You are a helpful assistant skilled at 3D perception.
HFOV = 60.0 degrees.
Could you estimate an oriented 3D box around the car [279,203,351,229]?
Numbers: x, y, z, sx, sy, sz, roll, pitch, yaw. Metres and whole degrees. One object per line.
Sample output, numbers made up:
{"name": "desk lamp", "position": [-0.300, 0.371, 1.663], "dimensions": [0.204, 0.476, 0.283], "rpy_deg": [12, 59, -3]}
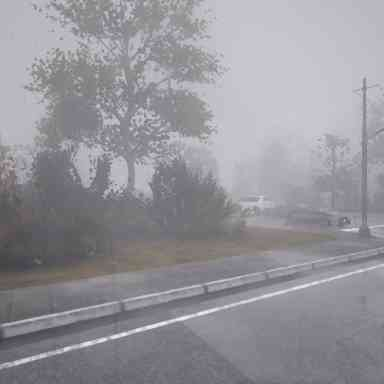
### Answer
{"name": "car", "position": [8.326, 1.620, 22.256], "dimensions": [1.994, 1.385, 4.181], "rpy_deg": [0, -1, -34]}

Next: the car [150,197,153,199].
{"name": "car", "position": [-6.088, 1.848, 53.064], "dimensions": [5.566, 2.045, 2.150], "rpy_deg": [-2, -1, 40]}

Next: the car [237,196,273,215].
{"name": "car", "position": [6.363, 1.436, 36.213], "dimensions": [2.150, 2.045, 5.566], "rpy_deg": [0, -1, -42]}

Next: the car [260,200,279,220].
{"name": "car", "position": [8.677, 1.647, 27.704], "dimensions": [2.033, 1.411, 5.357], "rpy_deg": [0, -1, -39]}
